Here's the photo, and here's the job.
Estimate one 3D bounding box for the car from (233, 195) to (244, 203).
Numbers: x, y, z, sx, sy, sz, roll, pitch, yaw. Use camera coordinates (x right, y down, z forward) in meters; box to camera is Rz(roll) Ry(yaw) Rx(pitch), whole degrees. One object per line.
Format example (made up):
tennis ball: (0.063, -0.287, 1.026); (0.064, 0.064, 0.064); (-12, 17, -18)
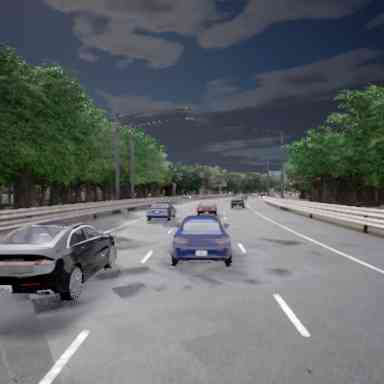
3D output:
car: (10.005, 1.504, 70.647); (2.128, 1.511, 4.902); (0, 0, 10)

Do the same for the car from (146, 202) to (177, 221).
car: (-2.399, 1.540, 27.049); (2.033, 1.411, 5.357); (0, 0, 4)

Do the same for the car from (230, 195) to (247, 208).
car: (6.488, 1.493, 47.434); (1.837, 1.490, 4.892); (0, 0, 7)

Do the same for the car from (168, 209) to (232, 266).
car: (0.334, 1.525, 11.495); (1.812, 1.442, 4.674); (0, 0, 2)

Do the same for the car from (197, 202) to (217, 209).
car: (1.535, 1.596, 32.470); (1.895, 1.301, 4.718); (0, 0, 5)

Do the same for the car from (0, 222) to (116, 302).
car: (-3.257, 1.488, 8.261); (2.128, 1.511, 4.902); (0, 0, 1)
